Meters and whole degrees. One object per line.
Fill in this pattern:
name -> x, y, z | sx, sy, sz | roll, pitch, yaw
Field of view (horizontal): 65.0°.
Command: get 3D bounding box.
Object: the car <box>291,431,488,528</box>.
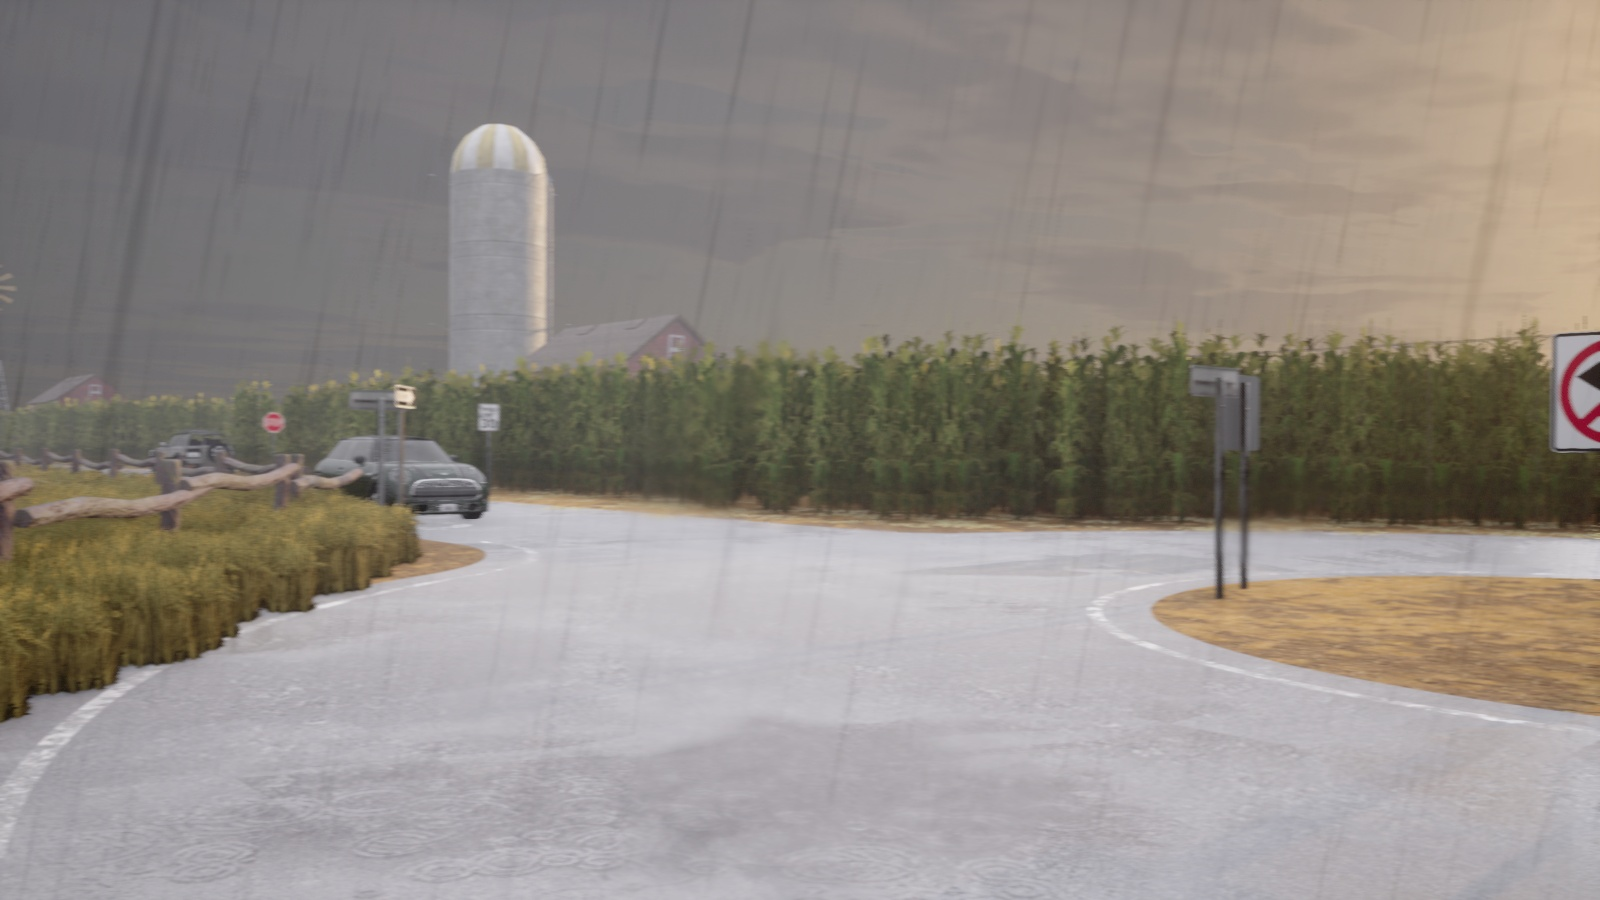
car -> -8.326, 0.521, 25.216 | 2.097, 1.767, 4.553 | 0, 0, -42

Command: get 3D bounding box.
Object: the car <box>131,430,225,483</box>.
car -> -22.920, 0.257, 46.195 | 1.932, 1.855, 4.605 | 0, -1, -42
